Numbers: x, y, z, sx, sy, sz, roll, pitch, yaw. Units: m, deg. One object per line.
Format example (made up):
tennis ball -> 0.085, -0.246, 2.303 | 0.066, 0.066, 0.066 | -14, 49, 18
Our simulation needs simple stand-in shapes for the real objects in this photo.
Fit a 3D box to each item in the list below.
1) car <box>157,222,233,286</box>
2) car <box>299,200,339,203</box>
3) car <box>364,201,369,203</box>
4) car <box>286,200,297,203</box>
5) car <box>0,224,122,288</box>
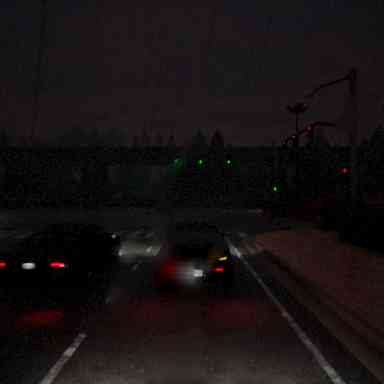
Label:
car -> 0.082, 1.589, 9.457 | 1.812, 1.442, 4.674 | 0, 0, 0
car -> 16.918, 1.776, 42.870 | 4.902, 1.511, 2.128 | 0, 0, 0
car -> 23.226, 1.908, 46.342 | 4.718, 1.301, 1.895 | 0, 0, 0
car -> 14.119, 1.834, 46.384 | 4.674, 1.442, 1.812 | 0, 0, 2
car -> -3.417, 1.611, 9.474 | 2.033, 1.411, 5.357 | 0, 0, 0
